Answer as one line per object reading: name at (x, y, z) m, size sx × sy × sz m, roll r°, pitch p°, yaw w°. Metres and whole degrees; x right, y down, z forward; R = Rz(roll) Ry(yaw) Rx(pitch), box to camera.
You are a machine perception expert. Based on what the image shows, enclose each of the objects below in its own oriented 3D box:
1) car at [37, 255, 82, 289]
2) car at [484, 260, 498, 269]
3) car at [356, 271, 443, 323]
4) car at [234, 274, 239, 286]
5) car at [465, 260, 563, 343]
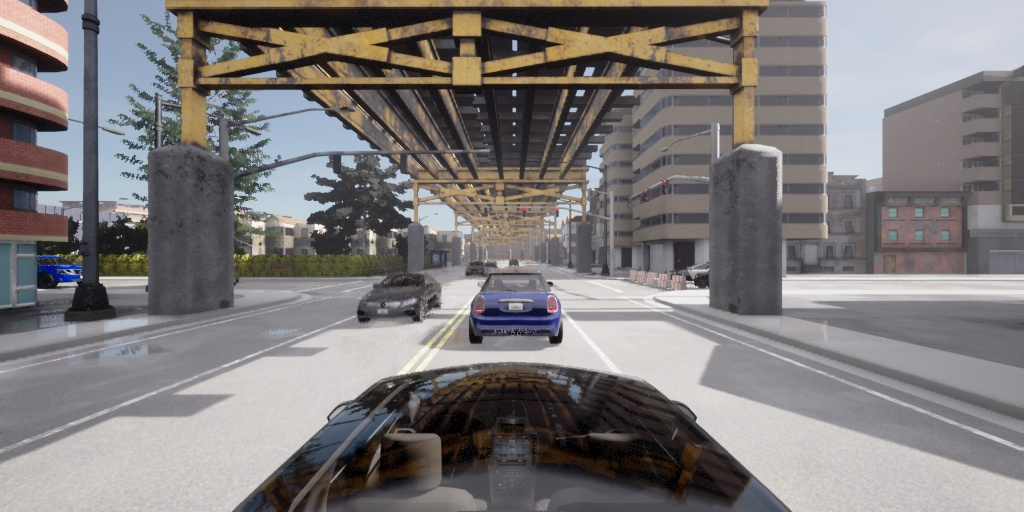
car at (-29.647, 0.971, 22.512) m, size 5.566 × 2.045 × 2.150 m, roll 0°, pitch 0°, yaw 0°
car at (-3.352, 1.351, 57.758) m, size 1.895 × 1.301 × 4.718 m, roll 0°, pitch 0°, yaw 1°
car at (-3.566, 1.276, 12.236) m, size 1.812 × 1.442 × 4.674 m, roll 0°, pitch 0°, yaw 0°
car at (-19.785, 1.276, 22.452) m, size 4.674 × 1.442 × 1.812 m, roll 0°, pitch 0°, yaw 0°
car at (0.102, 1.102, 9.794) m, size 2.097 × 1.767 × 4.553 m, roll 0°, pitch 0°, yaw 1°
